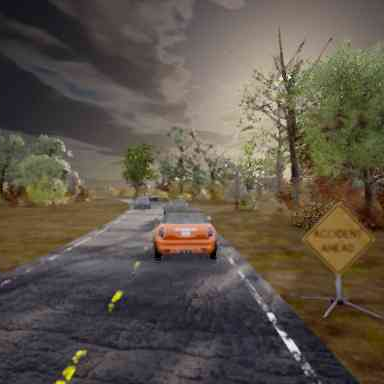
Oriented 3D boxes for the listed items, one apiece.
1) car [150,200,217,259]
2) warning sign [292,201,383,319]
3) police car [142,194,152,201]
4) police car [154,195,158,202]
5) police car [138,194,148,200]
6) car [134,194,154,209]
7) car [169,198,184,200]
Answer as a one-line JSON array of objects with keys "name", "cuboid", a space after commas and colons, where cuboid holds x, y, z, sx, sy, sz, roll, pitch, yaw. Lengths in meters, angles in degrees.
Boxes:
[{"name": "car", "cuboid": [-0.280, 1.350, 12.782, 2.097, 1.767, 4.553, 0, 0, -2]}, {"name": "warning sign", "cuboid": [2.582, 1.111, 5.888, 1.300, 1.860, 1.060, 0, 0, -1]}, {"name": "police car", "cuboid": [-11.624, 1.427, 85.390, 1.930, 1.638, 5.238, 0, 0, -16]}, {"name": "police car", "cuboid": [-8.925, 1.424, 75.679, 1.930, 1.638, 5.238, 0, 0, -15]}, {"name": "police car", "cuboid": [-13.397, 1.428, 91.172, 1.930, 1.638, 5.238, 0, 0, -18]}, {"name": "car", "cuboid": [-6.587, 1.353, 44.369, 2.097, 1.767, 4.553, 0, 0, -9]}, {"name": "car", "cuboid": [-1.358, 1.349, 27.975, 2.097, 1.767, 4.553, 0, 0, -5]}]
